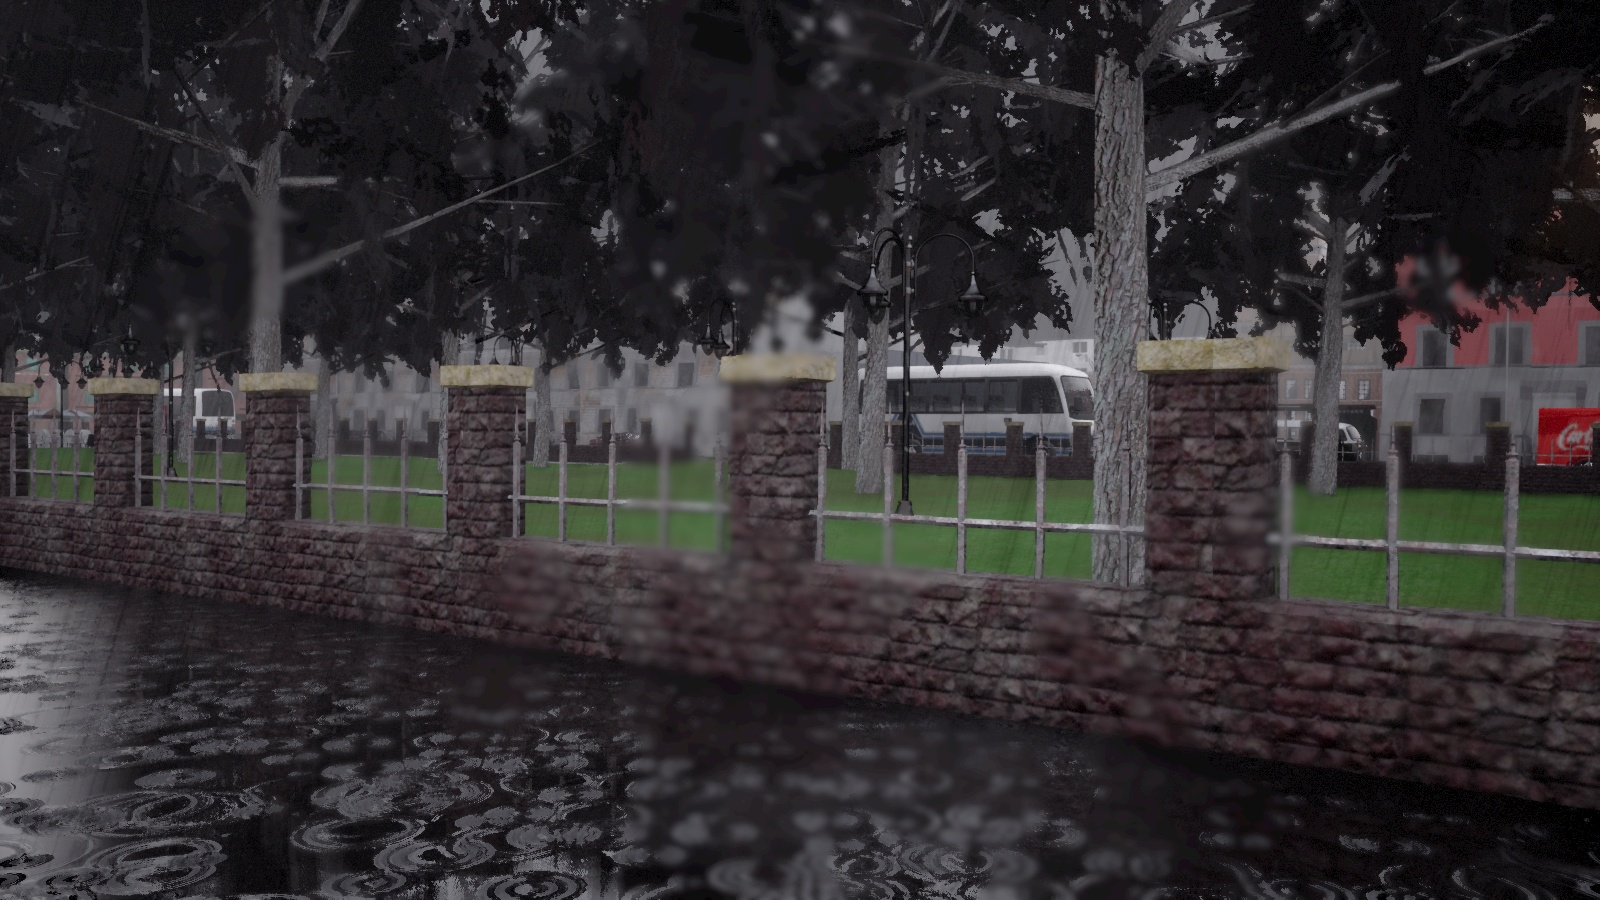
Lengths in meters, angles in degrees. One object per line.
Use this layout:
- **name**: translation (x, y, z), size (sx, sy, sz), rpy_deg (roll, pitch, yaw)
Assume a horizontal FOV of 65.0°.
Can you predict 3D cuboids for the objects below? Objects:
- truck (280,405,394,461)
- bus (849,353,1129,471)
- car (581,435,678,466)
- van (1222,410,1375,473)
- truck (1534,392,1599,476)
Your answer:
- **truck**: translation (-29.975, -1.087, 81.117), size (7.936, 3.462, 2.891), rpy_deg (0, 1, 35)
- **bus**: translation (7.328, -1.390, 49.699), size (10.273, 4.253, 3.944), rpy_deg (0, 1, 35)
- **car**: translation (-8.274, 0.002, 60.830), size (4.674, 1.442, 1.812), rpy_deg (0, 1, 36)
- **van**: translation (16.983, -0.284, 42.855), size (4.480, 2.038, 2.069), rpy_deg (0, 1, 35)
- **truck**: translation (24.907, -0.489, 37.226), size (5.204, 2.467, 2.627), rpy_deg (0, 1, 36)
